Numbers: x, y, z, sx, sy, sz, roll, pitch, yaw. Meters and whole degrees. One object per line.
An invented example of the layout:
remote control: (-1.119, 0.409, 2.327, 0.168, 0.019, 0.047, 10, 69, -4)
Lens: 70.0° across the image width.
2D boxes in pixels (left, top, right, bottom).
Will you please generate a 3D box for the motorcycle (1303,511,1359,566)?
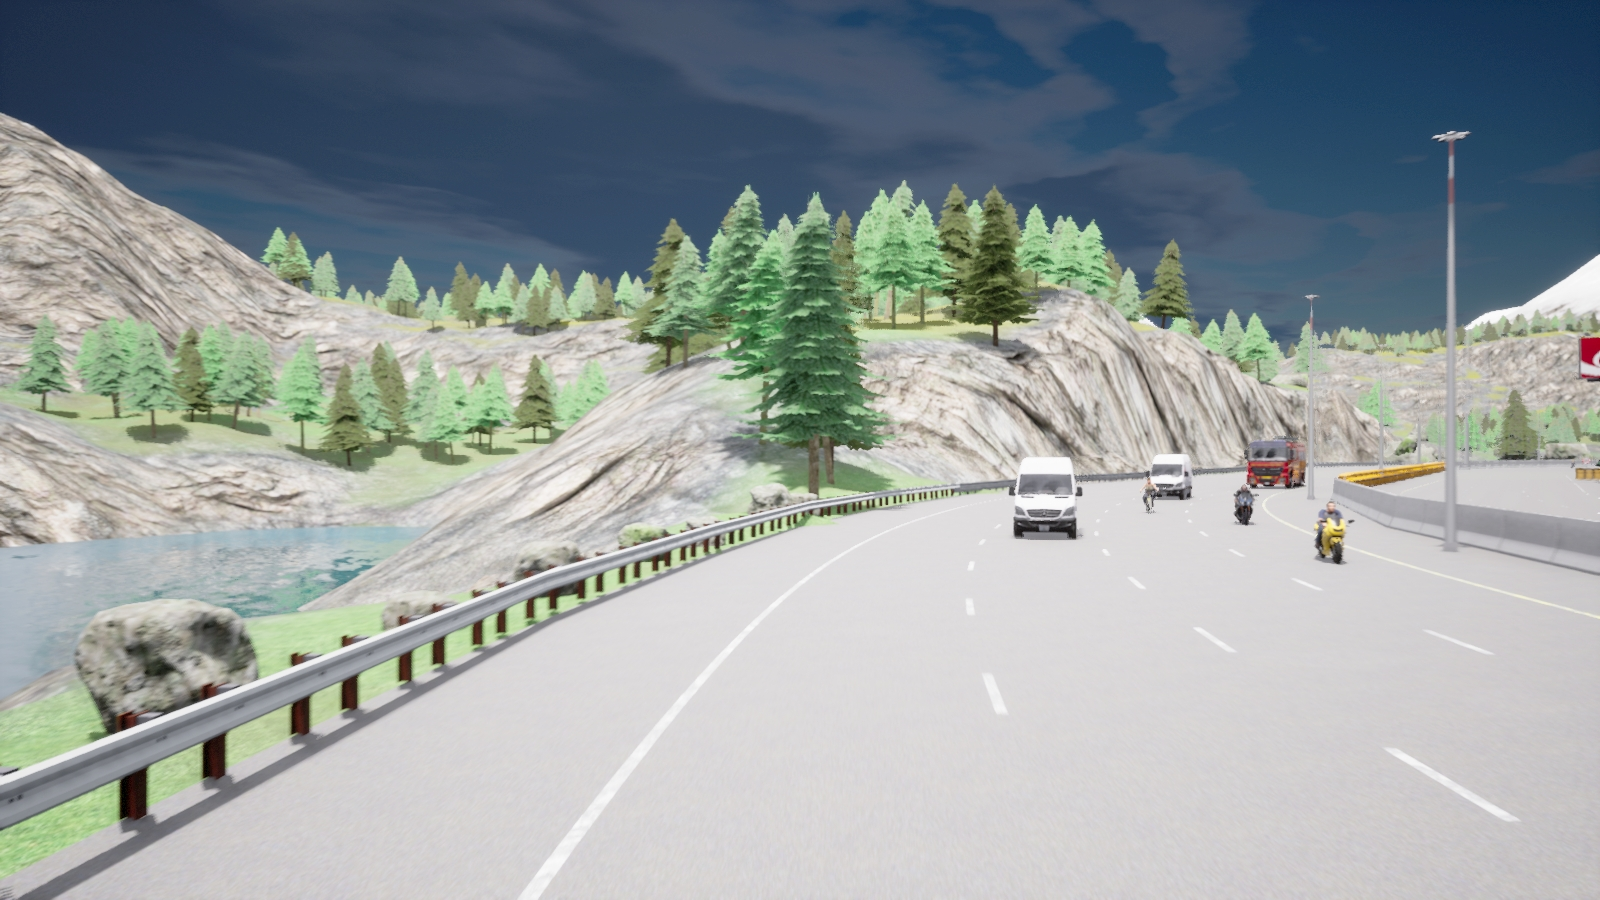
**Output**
motorcycle: (13.358, 2.195, 28.791, 0.803, 1.217, 2.033, 0, 0, 11)

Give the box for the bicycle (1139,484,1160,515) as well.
bicycle: (15.472, 2.170, 50.628, 0.859, 1.295, 1.487, 0, 0, 18)

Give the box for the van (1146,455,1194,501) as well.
van: (21.446, 1.565, 66.145, 1.988, 2.561, 5.915, 0, 0, 24)

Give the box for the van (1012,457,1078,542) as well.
van: (8.265, 1.545, 38.222, 1.988, 2.561, 5.915, 0, 0, 14)

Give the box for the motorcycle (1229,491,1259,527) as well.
motorcycle: (16.827, 2.228, 43.312, 0.867, 1.251, 2.209, 0, 0, 17)
